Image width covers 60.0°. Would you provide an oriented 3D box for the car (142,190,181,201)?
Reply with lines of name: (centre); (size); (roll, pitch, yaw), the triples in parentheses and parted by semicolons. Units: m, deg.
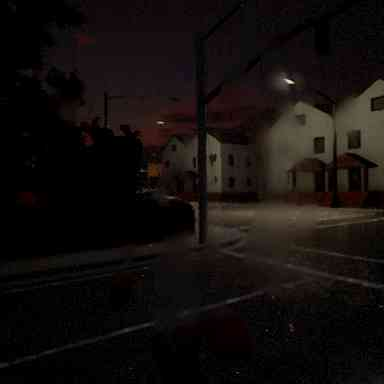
car: (-3.332, 0.857, 35.523); (2.150, 2.045, 5.566); (-1, 1, -35)
